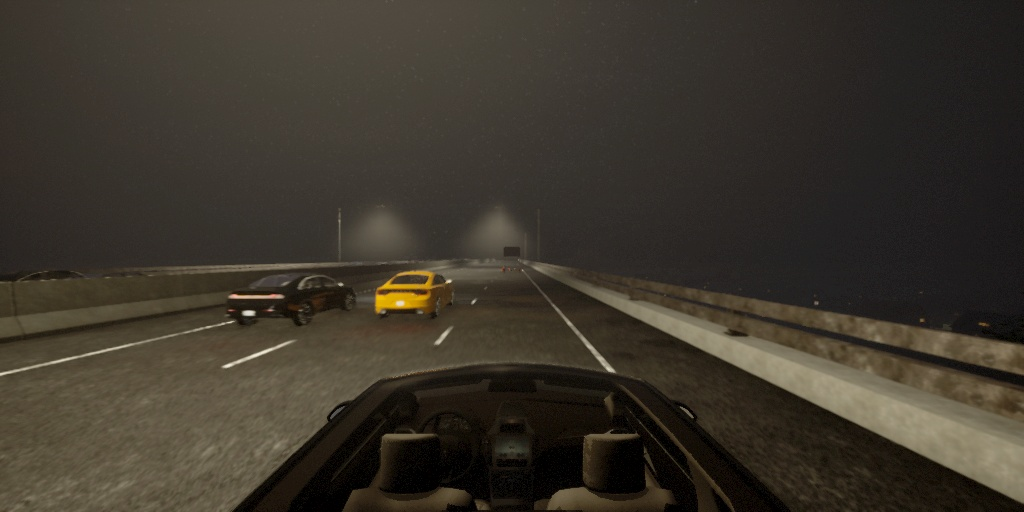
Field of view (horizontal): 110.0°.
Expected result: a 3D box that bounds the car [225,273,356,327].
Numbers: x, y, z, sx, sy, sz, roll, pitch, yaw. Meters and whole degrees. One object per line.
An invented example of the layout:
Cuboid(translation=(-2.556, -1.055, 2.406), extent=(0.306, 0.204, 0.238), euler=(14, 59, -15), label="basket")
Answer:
Cuboid(translation=(-6.898, 1.306, 11.829), extent=(2.128, 1.511, 4.902), euler=(0, 0, 0), label="car")

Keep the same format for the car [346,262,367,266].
Cuboid(translation=(-24.507, 1.622, 56.436), extent=(2.033, 1.411, 5.357), euler=(0, 0, 0), label="car")

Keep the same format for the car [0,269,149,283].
Cuboid(translation=(-17.593, 1.385, 15.492), extent=(2.033, 1.411, 5.357), euler=(0, 0, 0), label="car")

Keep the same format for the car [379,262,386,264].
Cuboid(translation=(-21.004, 1.681, 57.709), extent=(1.895, 1.301, 4.718), euler=(0, 0, 0), label="car")

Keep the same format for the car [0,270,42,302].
Cuboid(translation=(-24.593, 1.384, 15.314), extent=(2.033, 1.411, 5.357), euler=(0, 0, 0), label="car")

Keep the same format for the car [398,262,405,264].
Cuboid(translation=(-17.519, 1.636, 56.517), extent=(1.994, 1.385, 4.181), euler=(0, 0, 1), label="car")

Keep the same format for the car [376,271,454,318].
Cuboid(translation=(-3.397, 1.302, 13.387), extent=(1.882, 1.535, 5.008), euler=(0, 0, 0), label="car")

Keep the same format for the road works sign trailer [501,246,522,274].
Cuboid(translation=(0.006, 0.487, 47.057), extent=(2.380, 3.560, 2.880), euler=(0, 0, 0), label="road works sign trailer")
